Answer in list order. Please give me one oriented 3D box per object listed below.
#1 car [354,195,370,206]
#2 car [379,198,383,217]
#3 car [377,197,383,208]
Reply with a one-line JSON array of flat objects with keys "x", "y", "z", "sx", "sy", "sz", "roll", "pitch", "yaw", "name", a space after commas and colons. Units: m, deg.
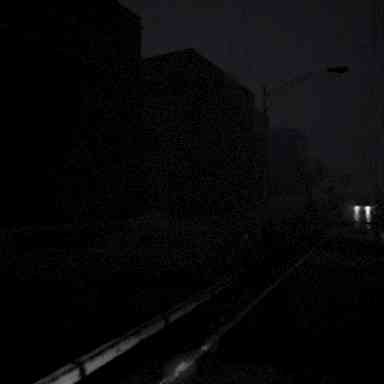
[{"x": 25.884, "y": 1.245, "z": 50.638, "sx": 1.812, "sy": 1.442, "sz": 4.674, "roll": 0, "pitch": 2, "yaw": 28, "name": "car"}, {"x": 21.112, "y": 1.779, "z": 35.058, "sx": 1.837, "sy": 1.490, "sz": 4.892, "roll": 0, "pitch": 1, "yaw": 28, "name": "car"}, {"x": 26.868, "y": 1.430, "z": 46.064, "sx": 1.994, "sy": 1.385, "sz": 4.181, "roll": 0, "pitch": 2, "yaw": 28, "name": "car"}]
